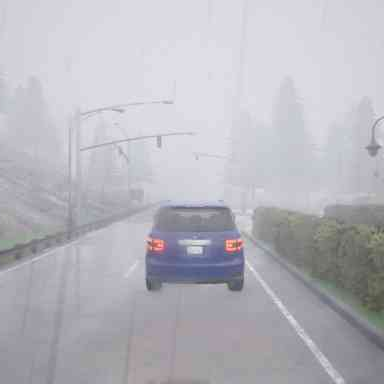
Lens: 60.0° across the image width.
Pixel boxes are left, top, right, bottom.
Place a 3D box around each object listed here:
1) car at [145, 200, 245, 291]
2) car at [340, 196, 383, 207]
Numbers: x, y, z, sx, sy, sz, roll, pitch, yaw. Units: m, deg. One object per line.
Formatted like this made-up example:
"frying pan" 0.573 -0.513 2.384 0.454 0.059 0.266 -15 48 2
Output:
"car" 0.074 1.221 9.144 2.150 2.045 5.566 0 0 0
"car" 16.140 1.384 30.761 5.566 2.045 2.150 0 0 0
